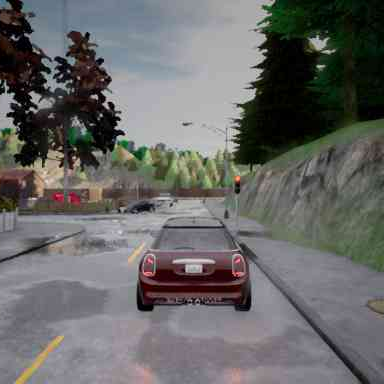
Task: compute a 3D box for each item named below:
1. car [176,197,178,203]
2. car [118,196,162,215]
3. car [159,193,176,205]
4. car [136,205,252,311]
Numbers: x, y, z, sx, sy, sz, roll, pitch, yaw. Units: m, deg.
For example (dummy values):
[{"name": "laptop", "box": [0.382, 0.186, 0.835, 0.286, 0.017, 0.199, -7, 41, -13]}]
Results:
[{"name": "car", "box": [-3.992, 1.492, 69.141, 2.128, 1.511, 4.902, 0, 0, 0]}, {"name": "car", "box": [-5.509, 1.492, 33.579, 2.128, 1.511, 4.902, 1, 0, 25]}, {"name": "car", "box": [-4.093, 1.221, 50.331, 2.150, 2.045, 5.566, 0, 0, 0]}, {"name": "car", "box": [0.055, 1.352, 7.910, 2.097, 1.767, 4.553, 0, 0, 1]}]
